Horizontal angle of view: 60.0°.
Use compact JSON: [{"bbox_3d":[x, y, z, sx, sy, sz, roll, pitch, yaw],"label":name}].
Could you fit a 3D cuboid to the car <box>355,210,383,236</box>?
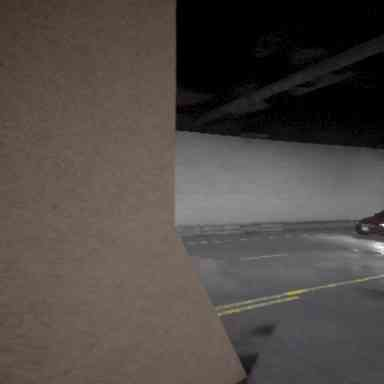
[{"bbox_3d":[10.483,1.523,16.839,4.674,1.442,1.812,0,0,-22],"label":"car"}]
